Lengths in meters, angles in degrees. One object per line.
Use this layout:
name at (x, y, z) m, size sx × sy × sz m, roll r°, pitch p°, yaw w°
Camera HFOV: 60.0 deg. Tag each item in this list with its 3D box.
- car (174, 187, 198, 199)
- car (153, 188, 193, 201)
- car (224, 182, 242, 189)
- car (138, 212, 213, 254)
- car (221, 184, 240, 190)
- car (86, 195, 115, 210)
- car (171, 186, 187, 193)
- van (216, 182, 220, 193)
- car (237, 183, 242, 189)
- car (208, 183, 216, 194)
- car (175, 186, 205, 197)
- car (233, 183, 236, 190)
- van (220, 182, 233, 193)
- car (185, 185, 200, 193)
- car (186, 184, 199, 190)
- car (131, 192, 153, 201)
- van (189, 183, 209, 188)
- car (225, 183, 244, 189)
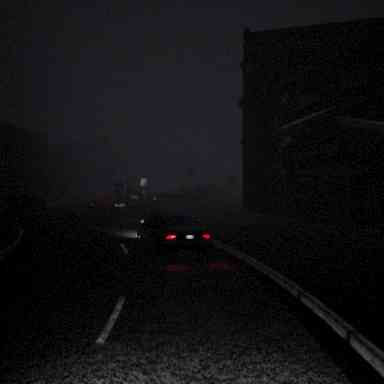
car at (-1.823, 0.450, 51.060) m, size 4.674 × 1.452 × 2.002 m, roll 0°, pitch 3°, yaw -2°
car at (-2.761, 0.554, 48.168) m, size 4.892 × 1.521 × 2.231 m, roll 0°, pitch 3°, yaw -2°
car at (11.216, -1.711, 91.618) m, size 4.553 × 1.767 × 2.185 m, roll 0°, pitch 3°, yaw -2°
car at (-0.867, 1.483, 13.220) m, size 2.033 × 1.411 × 5.357 m, roll 2°, pitch 0°, yaw -18°
car at (10.289, -1.415, 88.731) m, size 4.792 × 1.488 × 2.163 m, roll 0°, pitch 3°, yaw -2°
car at (-10.246, 1.103, 37.636) m, size 1.882 × 1.535 × 5.008 m, roll 1°, pitch 2°, yaw 7°
car at (-2.903, -0.627, 74.722) m, size 2.128 × 1.511 × 4.902 m, roll 0°, pitch 3°, yaw 18°
van at (2.706, -0.528, 65.524) m, size 4.442 × 1.987 × 1.878 m, roll 0°, pitch 3°, yaw -2°
car at (9.516, -1.305, 85.836) m, size 5.366 × 1.575 × 1.946 m, roll 0°, pitch 3°, yaw -2°
car at (0.936, -0.268, 59.730) m, size 5.566 × 2.045 × 2.435 m, roll 0°, pitch 3°, yaw -2°
car at (-1.080, 0.265, 53.947) m, size 5.366 × 1.575 × 1.946 m, roll 0°, pitch 3°, yaw -2°
car at (7.438, -1.142, 80.025) m, size 4.553 × 1.767 × 2.185 m, roll 0°, pitch 3°, yaw -2°
van at (6.656, -1.100, 77.130) m, size 4.442 × 1.987 × 1.878 m, roll 0°, pitch 3°, yaw -2°
car at (0.191, -0.663, 73.727) m, size 1.882 × 1.535 × 5.008 m, roll 0°, pitch 3°, yaw 18°
car at (0.179, -1.189, 84.326) m, size 1.895 × 1.301 × 4.718 m, roll 0°, pitch 3°, yaw 18°
car at (-7.295, 0.638, 49.926) m, size 1.895 × 1.301 × 4.718 m, roll 0°, pitch 3°, yaw 17°
van at (0.152, -0.101, 56.849) m, size 4.442 × 1.987 × 1.878 m, roll 0°, pitch 3°, yaw -2°
car at (12.094, -1.726, 94.535) m, size 4.892 × 1.521 × 2.231 m, roll 0°, pitch 3°, yaw -2°
